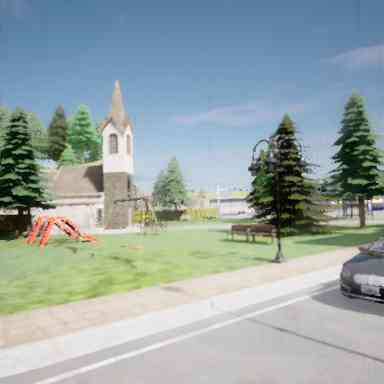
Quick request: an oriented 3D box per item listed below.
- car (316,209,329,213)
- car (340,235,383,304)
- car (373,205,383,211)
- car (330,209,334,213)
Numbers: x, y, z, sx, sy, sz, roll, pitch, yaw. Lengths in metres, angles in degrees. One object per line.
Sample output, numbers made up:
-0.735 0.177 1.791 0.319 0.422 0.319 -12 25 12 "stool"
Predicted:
28.329 4.194 76.230 2.007 1.523 4.514 0 -4 -38 "car"
5.536 1.733 8.252 4.902 1.511 2.128 0 -4 -38 "car"
44.831 3.776 79.401 1.845 1.501 3.633 0 -4 -38 "car"
30.775 4.200 78.194 2.152 1.636 5.027 0 -4 -38 "car"
